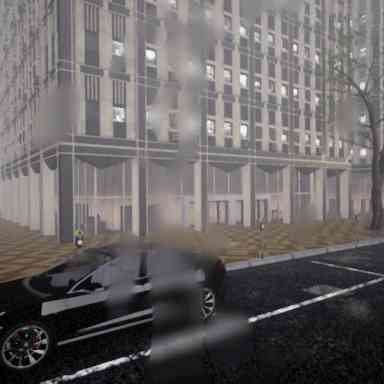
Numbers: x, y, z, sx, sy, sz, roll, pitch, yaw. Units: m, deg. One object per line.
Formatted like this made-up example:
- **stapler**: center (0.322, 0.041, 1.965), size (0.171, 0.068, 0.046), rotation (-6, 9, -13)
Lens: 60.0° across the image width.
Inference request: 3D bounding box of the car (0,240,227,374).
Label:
- **car**: center (-1.332, 1.565, 5.615), size (4.313, 1.339, 1.947), rotation (0, -1, -35)
